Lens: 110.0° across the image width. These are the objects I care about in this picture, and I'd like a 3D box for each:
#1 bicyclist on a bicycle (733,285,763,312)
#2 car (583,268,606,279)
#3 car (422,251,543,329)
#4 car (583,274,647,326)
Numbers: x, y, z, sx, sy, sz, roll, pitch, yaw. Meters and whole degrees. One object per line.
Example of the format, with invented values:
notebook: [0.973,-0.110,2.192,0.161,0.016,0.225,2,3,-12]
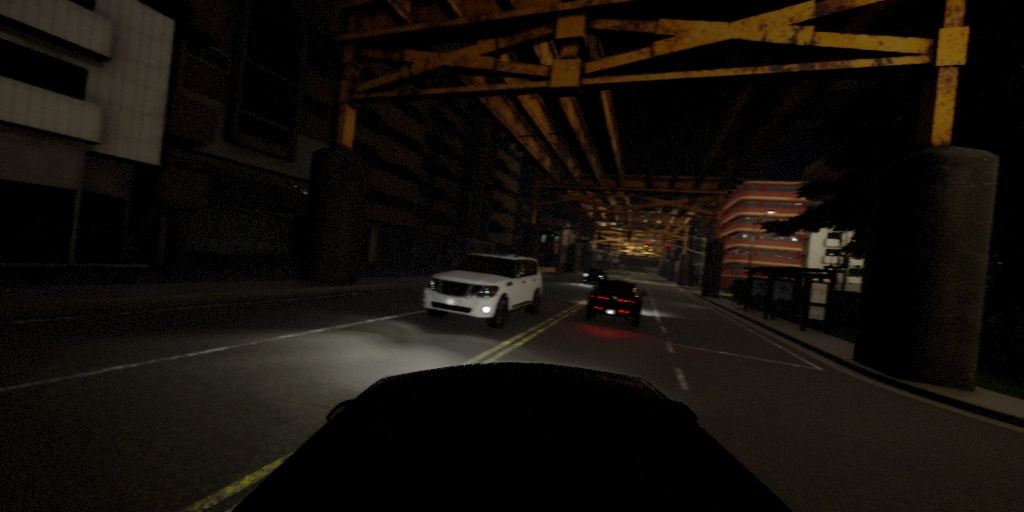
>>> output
bicyclist on a bicycle: [15.093,2.700,22.885,1.656,1.620,0.582,6,0,20]
car: [8.776,2.069,37.418,2.097,1.767,4.553,6,0,21]
car: [-0.583,0.907,11.658,2.150,2.045,5.566,6,0,20]
car: [4.189,1.713,14.266,1.837,1.490,4.892,6,0,21]
